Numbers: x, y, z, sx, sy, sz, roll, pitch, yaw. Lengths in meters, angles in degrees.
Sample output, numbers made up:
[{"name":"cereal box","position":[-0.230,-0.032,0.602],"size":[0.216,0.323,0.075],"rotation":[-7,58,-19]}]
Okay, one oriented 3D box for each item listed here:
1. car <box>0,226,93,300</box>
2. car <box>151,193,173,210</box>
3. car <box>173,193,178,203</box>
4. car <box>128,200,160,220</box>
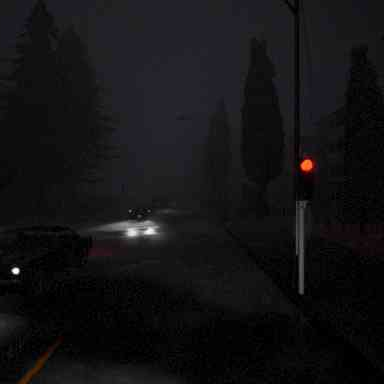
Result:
[{"name":"car","position":[-4.114,1.601,8.536],"size":[1.895,1.301,4.718],"rotation":[0,0,0]},{"name":"car","position":[-4.170,1.220,44.319],"size":[2.150,2.045,5.566],"rotation":[0,0,0]},{"name":"car","position":[-4.080,1.218,67.264],"size":[2.150,2.045,5.566],"rotation":[0,0,0]},{"name":"car","position":[-4.146,1.600,28.357],"size":[1.895,1.301,4.718],"rotation":[0,0,0]}]
